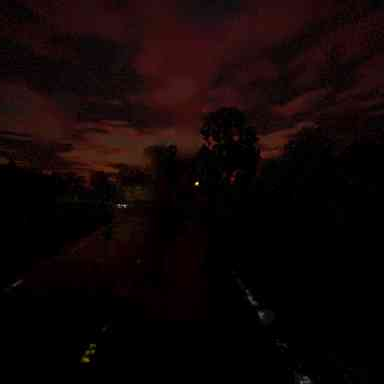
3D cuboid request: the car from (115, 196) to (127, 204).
[{"bbox_3d":[-13.148,1.503,61.509,2.128,1.511,4.902,0,1,-19],"label":"car"}]
